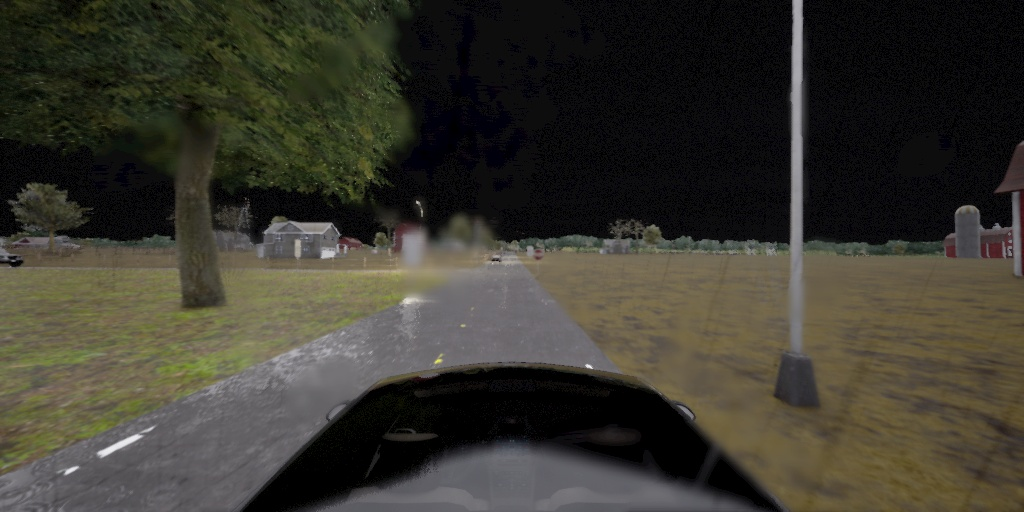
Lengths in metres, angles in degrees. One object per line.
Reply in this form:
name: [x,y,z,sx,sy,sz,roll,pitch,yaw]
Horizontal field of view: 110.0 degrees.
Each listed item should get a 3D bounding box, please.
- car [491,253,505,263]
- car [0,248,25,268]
car: [-2.815,0.535,64.651,2.033,1.411,5.357,0,1,0]
car: [-52.795,0.126,36.011,5.566,2.045,2.150,1,-1,0]
